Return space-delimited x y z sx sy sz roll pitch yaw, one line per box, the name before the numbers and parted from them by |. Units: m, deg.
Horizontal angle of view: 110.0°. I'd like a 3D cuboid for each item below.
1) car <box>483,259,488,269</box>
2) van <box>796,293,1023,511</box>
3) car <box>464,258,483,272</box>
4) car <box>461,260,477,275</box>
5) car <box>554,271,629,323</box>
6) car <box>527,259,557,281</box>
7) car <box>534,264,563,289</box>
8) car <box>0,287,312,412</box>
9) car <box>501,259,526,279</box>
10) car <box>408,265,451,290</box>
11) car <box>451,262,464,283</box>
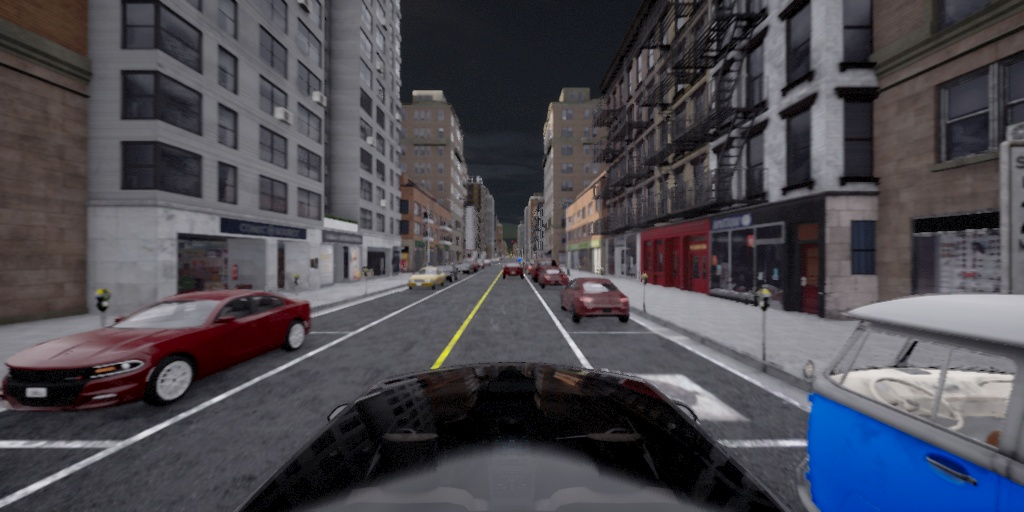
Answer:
car | -5.395 1.283 57.445 1.967 1.591 4.097 0 0 0
van | 2.637 1.089 0.636 1.690 1.789 3.998 0 0 0
car | -5.394 1.141 46.081 2.192 1.841 5.009 0 0 0
car | -5.393 1.384 40.400 1.948 1.339 4.313 0 0 0
car | 2.636 1.355 11.998 1.802 1.307 4.207 0 0 0
car | 2.634 1.117 29.043 2.192 1.841 5.009 0 0 0
car | 2.634 1.376 23.362 1.802 1.307 4.207 0 0 0
car | -5.388 1.305 6.308 1.888 1.381 4.507 0 0 0
car | 0.098 1.287 33.795 1.882 1.535 5.008 0 0 0
car | -5.391 1.318 23.184 1.751 1.417 4.829 0 0 0
car | -5.391 1.367 29.036 1.948 1.339 4.313 0 0 0
